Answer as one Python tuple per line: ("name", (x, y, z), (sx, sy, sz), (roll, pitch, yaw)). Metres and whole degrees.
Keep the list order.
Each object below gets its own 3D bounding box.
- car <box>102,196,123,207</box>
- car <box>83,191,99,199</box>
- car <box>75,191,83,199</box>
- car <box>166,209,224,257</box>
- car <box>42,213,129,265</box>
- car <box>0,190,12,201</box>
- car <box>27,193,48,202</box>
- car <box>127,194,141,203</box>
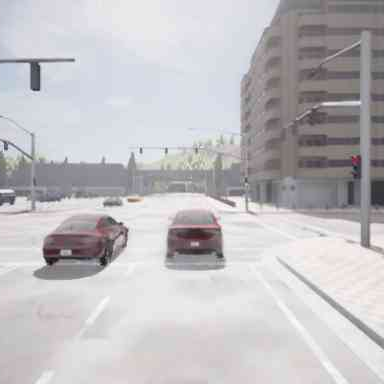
("car", (-10.577, 1.289, 44.585), (1.994, 1.385, 4.181), (0, 0, 0))
("car", (-24.534, 0.651, 81.851), (1.932, 1.855, 4.605), (0, 0, 0))
("car", (-27.428, 0.653, 81.916), (1.905, 1.878, 3.866), (0, 0, 0))
("car", (0.095, 1.385, 12.553), (1.882, 1.535, 5.008), (0, 1, 0))
("car", (-3.410, 1.452, 11.312), (1.812, 1.442, 4.674), (0, 1, 0))
("car", (-47.051, 0.655, 81.952), (1.905, 1.878, 3.866), (0, 0, 0))
("car", (-30.198, 1.000, 64.461), (1.970, 1.475, 3.806), (0, 0, 0))
("car", (-10.525, 1.105, 60.564), (1.882, 1.535, 5.008), (0, 1, 1))
